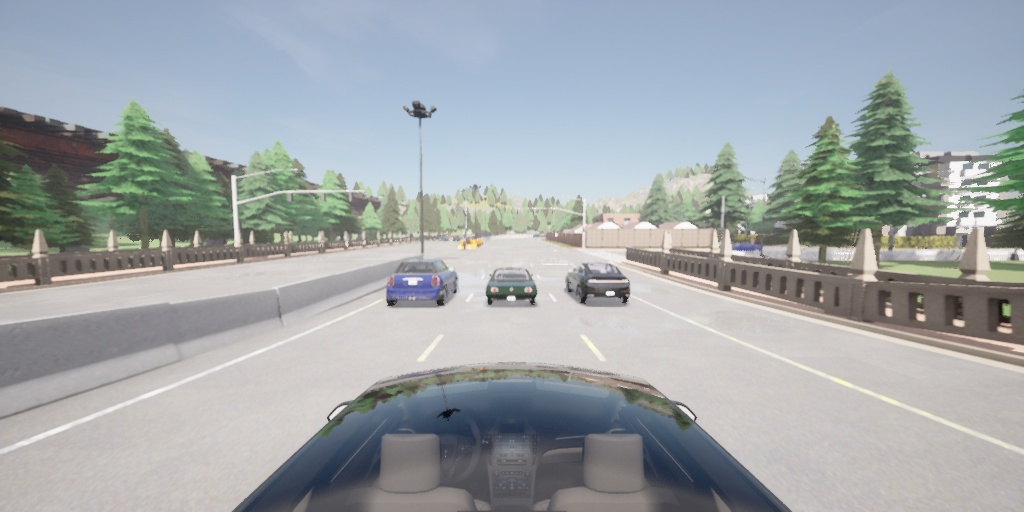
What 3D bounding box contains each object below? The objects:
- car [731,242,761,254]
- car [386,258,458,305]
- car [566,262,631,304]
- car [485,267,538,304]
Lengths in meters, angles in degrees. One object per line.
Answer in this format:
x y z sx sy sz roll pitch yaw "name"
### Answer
29.136 -1.011 45.565 4.674 1.442 1.812 0 4 1 "car"
-3.529 0.868 14.848 2.097 1.767 4.553 0 2 0 "car"
3.471 0.998 15.105 2.128 1.511 4.902 0 3 0 "car"
-0.030 1.117 14.906 1.895 1.301 4.718 0 3 0 "car"
